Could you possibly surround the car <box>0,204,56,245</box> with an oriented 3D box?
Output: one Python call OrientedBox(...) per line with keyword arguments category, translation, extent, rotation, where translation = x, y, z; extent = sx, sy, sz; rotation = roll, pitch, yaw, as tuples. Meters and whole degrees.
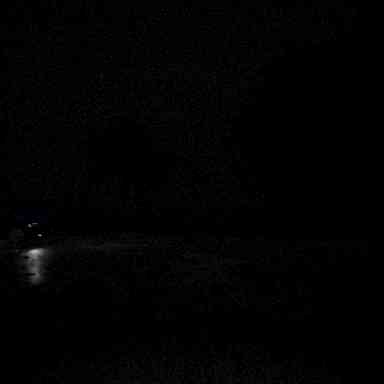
OrientedBox(category="car", translation=(-7.871, 1.125, 12.814), extent=(5.008, 1.535, 1.882), rotation=(2, -3, 0))
